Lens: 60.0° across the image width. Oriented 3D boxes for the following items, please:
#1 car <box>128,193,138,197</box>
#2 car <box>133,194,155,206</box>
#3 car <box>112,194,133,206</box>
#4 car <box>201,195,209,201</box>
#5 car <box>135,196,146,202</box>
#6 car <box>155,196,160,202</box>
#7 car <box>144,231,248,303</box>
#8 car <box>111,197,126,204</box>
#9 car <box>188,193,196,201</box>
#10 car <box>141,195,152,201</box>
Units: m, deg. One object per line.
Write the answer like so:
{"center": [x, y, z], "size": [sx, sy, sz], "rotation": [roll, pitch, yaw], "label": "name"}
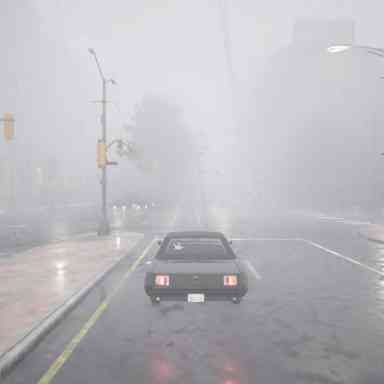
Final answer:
{"center": [-11.528, 1.221, 64.515], "size": [2.150, 2.045, 5.566], "rotation": [0, 0, 1], "label": "car"}
{"center": [-8.080, 1.547, 56.501], "size": [2.033, 1.411, 5.357], "rotation": [0, 0, 0], "label": "car"}
{"center": [-11.580, 1.525, 55.103], "size": [1.812, 1.442, 4.674], "rotation": [0, 0, 0], "label": "car"}
{"center": [3.513, 1.595, 86.971], "size": [1.895, 1.301, 4.718], "rotation": [0, 0, 0], "label": "car"}
{"center": [-11.489, 1.552, 74.399], "size": [1.994, 1.385, 4.181], "rotation": [0, 0, 0], "label": "car"}
{"center": [-8.020, 1.564, 65.737], "size": [1.994, 1.385, 4.181], "rotation": [0, 0, 1], "label": "car"}
{"center": [0.076, 1.601, 8.154], "size": [1.895, 1.301, 4.718], "rotation": [0, 0, 0], "label": "car"}
{"center": [-14.740, 1.595, 66.810], "size": [1.895, 1.301, 4.718], "rotation": [0, 0, 0], "label": "car"}
{"center": [0.013, 1.540, 85.794], "size": [2.033, 1.411, 5.357], "rotation": [0, 0, 0], "label": "car"}
{"center": [-11.487, 1.525, 84.632], "size": [2.128, 1.511, 4.902], "rotation": [0, 0, 0], "label": "car"}
